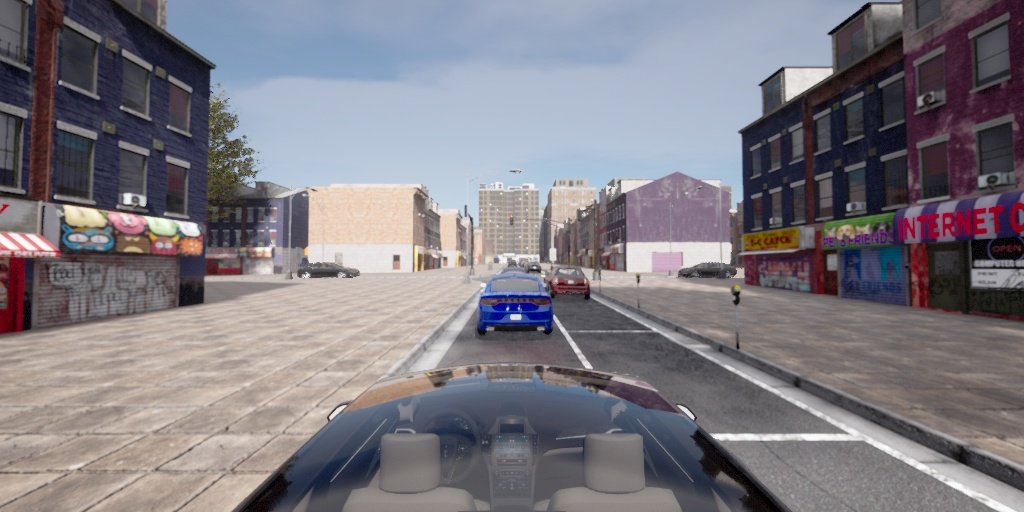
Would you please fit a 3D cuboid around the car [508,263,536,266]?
[{"bbox_3d":[0.125,1.294,18.395,1.812,1.442,4.674,0,0,0],"label":"car"}]

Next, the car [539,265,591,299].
[{"bbox_3d":[2.661,1.208,18.191,1.967,1.591,4.097,0,0,0],"label":"car"}]

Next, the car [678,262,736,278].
[{"bbox_3d":[17.863,1.322,32.980,4.892,1.490,1.837,0,-2,0],"label":"car"}]

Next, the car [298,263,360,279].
[{"bbox_3d":[-15.391,1.296,30.290,4.892,1.490,1.837,0,-2,0],"label":"car"}]

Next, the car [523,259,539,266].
[{"bbox_3d":[2.699,1.425,44.935,1.948,1.339,4.313,0,0,0],"label":"car"}]

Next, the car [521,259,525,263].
[{"bbox_3d":[2.707,1.458,50.371,1.948,1.339,4.313,0,0,0],"label":"car"}]

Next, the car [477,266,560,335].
[{"bbox_3d":[0.055,1.234,10.577,1.882,1.535,5.008,0,0,-1],"label":"car"}]

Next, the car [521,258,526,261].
[{"bbox_3d":[2.716,1.454,55.977,1.751,1.417,4.829,0,0,0],"label":"car"}]
